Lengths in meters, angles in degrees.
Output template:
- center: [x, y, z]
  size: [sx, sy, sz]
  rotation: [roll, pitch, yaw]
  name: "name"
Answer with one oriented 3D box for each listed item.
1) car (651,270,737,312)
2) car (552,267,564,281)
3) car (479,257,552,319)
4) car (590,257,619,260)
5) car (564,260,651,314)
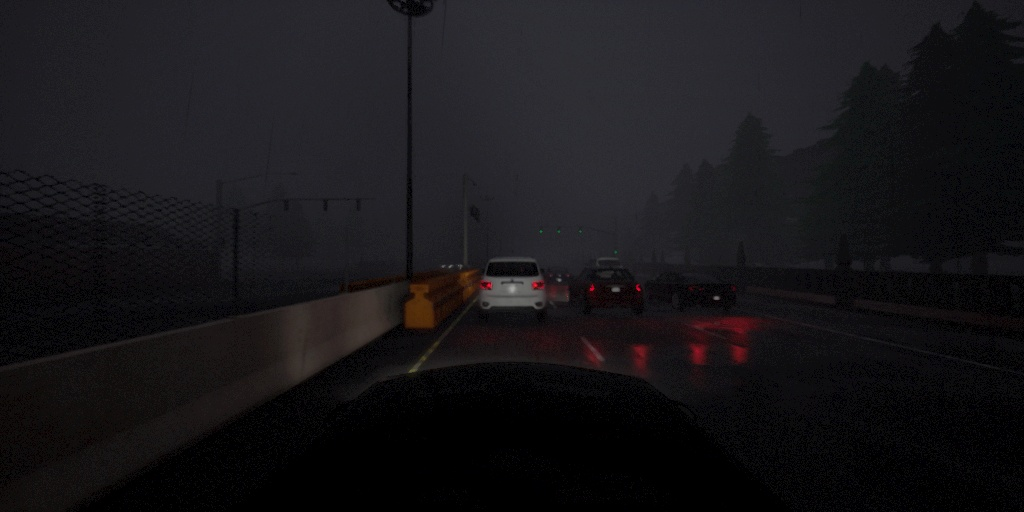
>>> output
- center: [7.053, 1.304, 14.788]
  size: [1.882, 1.535, 5.008]
  rotation: [0, 0, 1]
  name: "car"
- center: [3.547, 1.509, 28.788]
  size: [1.895, 1.301, 4.718]
  rotation: [0, 0, 1]
  name: "car"
- center: [0.036, 1.041, 13.281]
  size: [2.150, 2.045, 5.566]
  rotation: [0, 0, 1]
  name: "car"
- center: [7.040, 1.128, 28.248]
  size: [2.150, 2.045, 5.566]
  rotation: [0, 0, 1]
  name: "car"
- center: [3.550, 1.175, 14.302]
  size: [2.097, 1.767, 4.553]
  rotation: [0, 0, 1]
  name: "car"
